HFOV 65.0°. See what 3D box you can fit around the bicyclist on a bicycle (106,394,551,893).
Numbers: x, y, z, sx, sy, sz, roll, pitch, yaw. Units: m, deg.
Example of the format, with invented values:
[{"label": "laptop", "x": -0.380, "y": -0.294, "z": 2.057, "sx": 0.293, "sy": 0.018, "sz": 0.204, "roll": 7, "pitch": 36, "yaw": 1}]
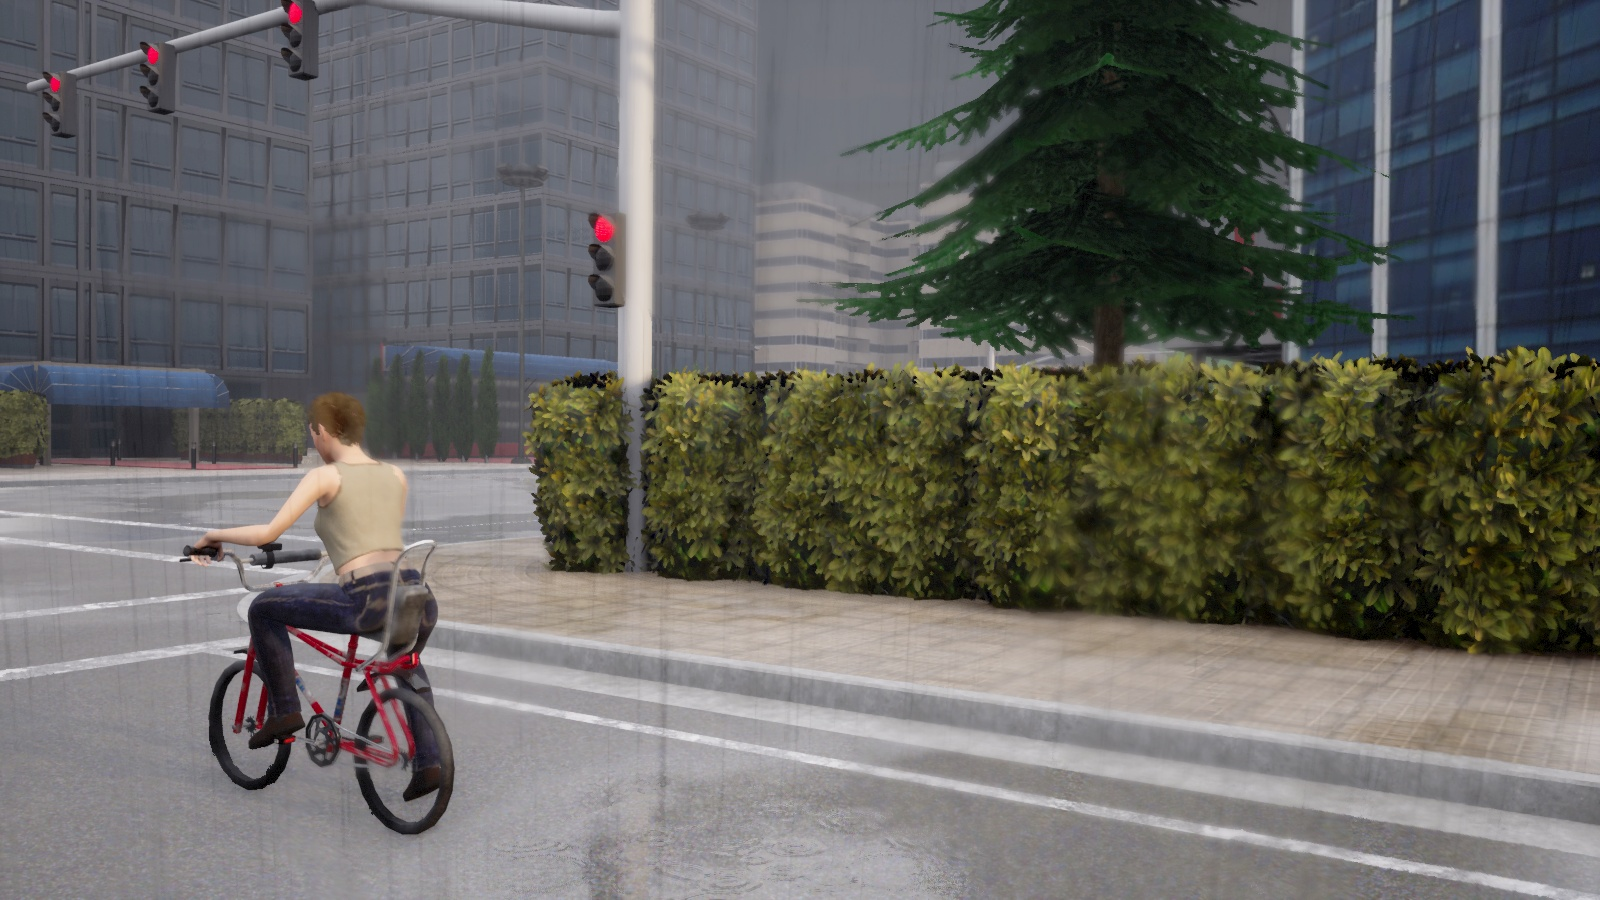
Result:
[{"label": "bicyclist on a bicycle", "x": -1.824, "y": 0.618, "z": 4.828, "sx": 1.509, "sy": 1.612, "sz": 0.866, "roll": 0, "pitch": 1, "yaw": 34}]
